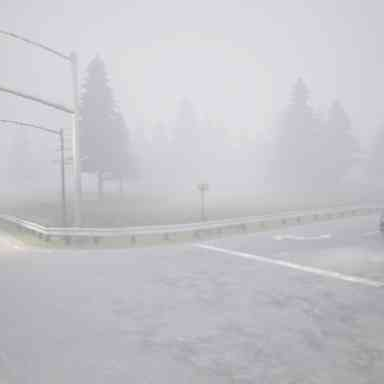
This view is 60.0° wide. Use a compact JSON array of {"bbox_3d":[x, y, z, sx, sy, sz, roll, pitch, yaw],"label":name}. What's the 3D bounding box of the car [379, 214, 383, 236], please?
[{"bbox_3d":[9.486,0.992,13.645,4.902,1.511,2.128,-2,1,-38],"label":"car"}]
